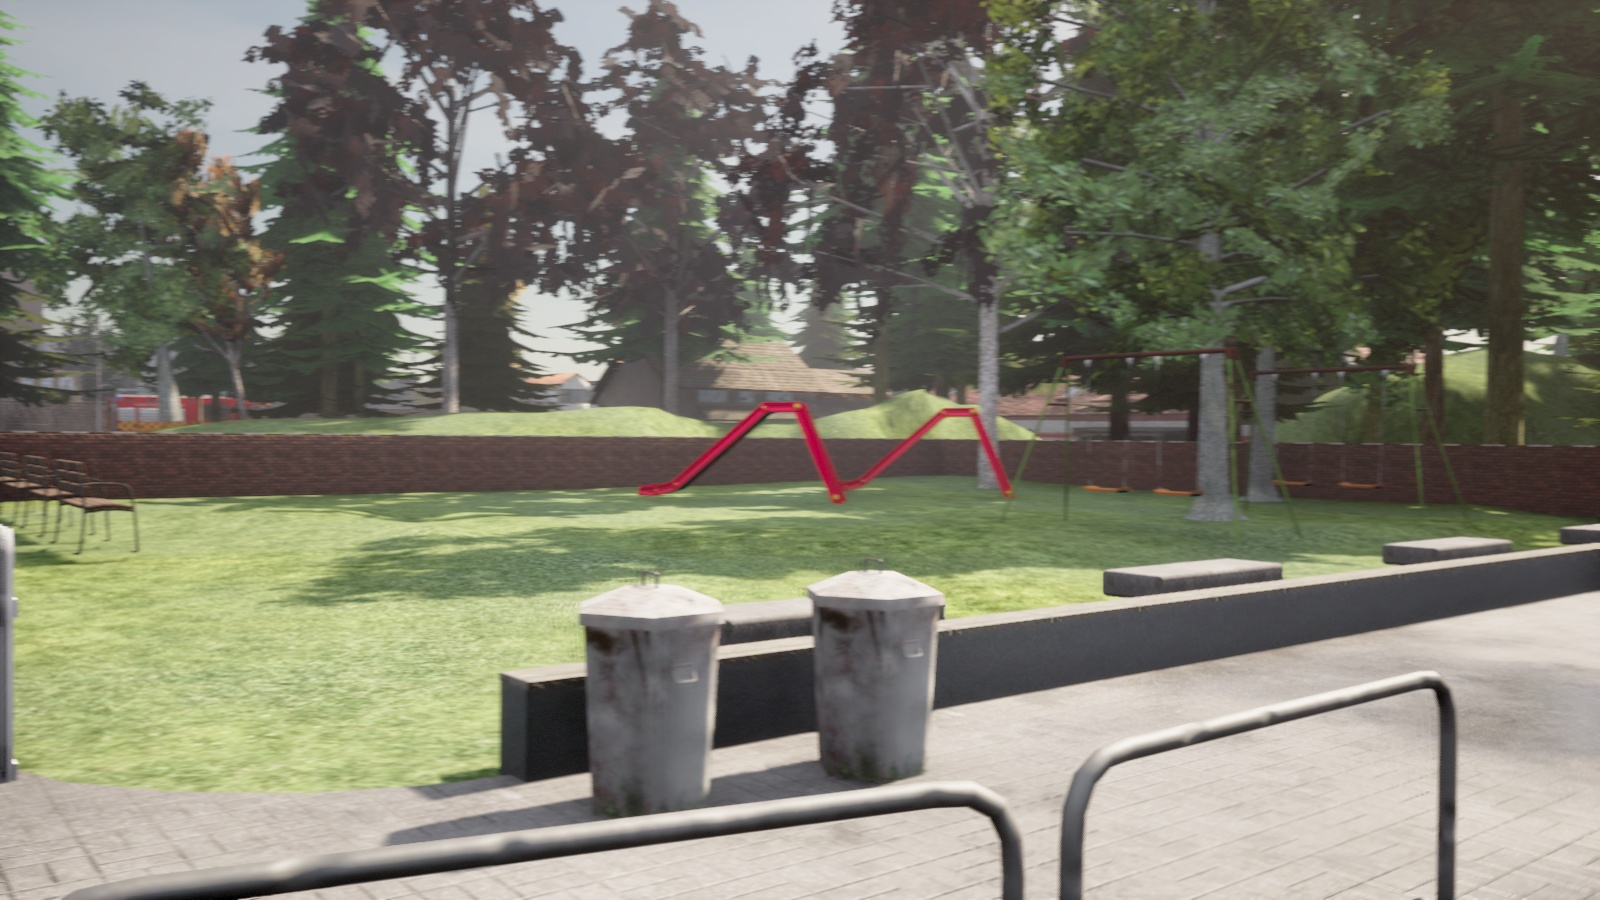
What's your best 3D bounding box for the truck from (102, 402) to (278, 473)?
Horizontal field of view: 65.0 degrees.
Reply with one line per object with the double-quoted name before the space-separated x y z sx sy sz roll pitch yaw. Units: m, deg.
"truck" -34.367 -0.728 70.963 8.468 3.827 2.891 -1 1 -38
